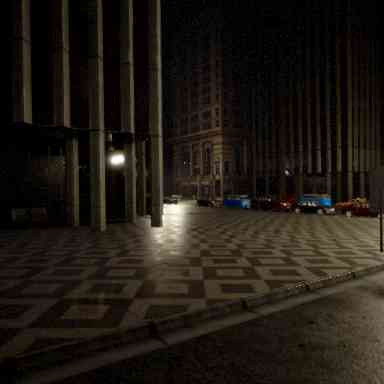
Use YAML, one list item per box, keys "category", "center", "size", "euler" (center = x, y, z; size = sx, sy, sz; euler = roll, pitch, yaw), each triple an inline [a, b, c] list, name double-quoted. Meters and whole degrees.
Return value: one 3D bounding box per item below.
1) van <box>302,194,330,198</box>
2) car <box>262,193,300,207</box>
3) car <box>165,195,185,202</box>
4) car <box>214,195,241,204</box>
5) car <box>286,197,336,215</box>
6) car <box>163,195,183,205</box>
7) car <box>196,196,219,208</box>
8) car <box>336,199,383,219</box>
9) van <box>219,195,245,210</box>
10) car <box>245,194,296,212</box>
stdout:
- category: "van"
  center: [15.811, 1.178, 42.832]
  size: [1.690, 1.788, 3.998]
  euler: [-1, 1, -36]
- category: "car"
  center: [12.583, 1.130, 47.316]
  size: [2.192, 1.841, 5.009]
  euler: [-1, 1, -36]
- category: "car"
  center: [-3.554, 1.257, 69.737]
  size: [2.008, 1.369, 4.403]
  euler: [-1, 1, -36]
- category: "car"
  center: [6.030, 1.296, 56.423]
  size: [1.752, 1.417, 4.829]
  euler: [-1, 1, -36]
- category: "car"
  center: [12.115, 1.549, 33.378]
  size: [2.008, 1.369, 4.403]
  euler: [-1, 1, -36]
- category: "car"
  center: [-4.035, 1.439, 55.793]
  size: [2.008, 1.369, 4.403]
  euler: [-1, 1, -36]
- category: "car"
  center: [2.424, 1.371, 46.825]
  size: [1.967, 1.590, 4.097]
  euler: [-1, 1, -36]
- category: "car"
  center: [15.344, 1.567, 28.895]
  size: [1.887, 1.381, 4.507]
  euler: [-1, 1, -36]
- category: "van"
  center: [5.653, 1.294, 42.342]
  size: [1.690, 1.788, 3.998]
  euler: [-1, 1, -36]
- category: "car"
  center: [8.883, 1.290, 37.858]
  size: [2.192, 1.841, 5.009]
  euler: [-1, 1, -36]
